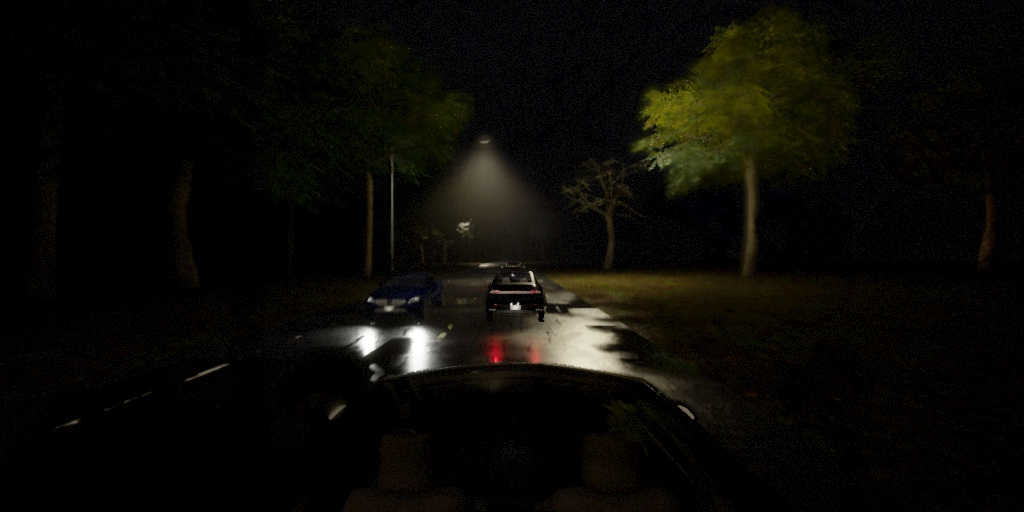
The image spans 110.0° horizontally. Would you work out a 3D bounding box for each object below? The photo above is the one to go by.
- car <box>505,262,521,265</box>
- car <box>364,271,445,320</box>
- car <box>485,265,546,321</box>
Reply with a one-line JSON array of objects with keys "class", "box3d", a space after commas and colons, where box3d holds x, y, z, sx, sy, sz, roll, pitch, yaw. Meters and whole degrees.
[{"class": "car", "box3d": [0.093, 1.256, 30.956, 1.837, 1.490, 4.892, 0, 0, 0]}, {"class": "car", "box3d": [-3.602, 1.278, 12.848, 1.812, 1.442, 4.674, 0, 0, 0]}, {"class": "car", "box3d": [0.097, 1.244, 12.570, 2.128, 1.511, 4.902, 0, 0, 0]}]
